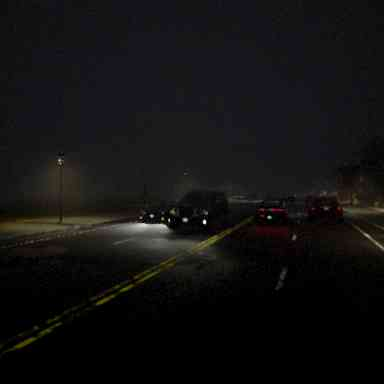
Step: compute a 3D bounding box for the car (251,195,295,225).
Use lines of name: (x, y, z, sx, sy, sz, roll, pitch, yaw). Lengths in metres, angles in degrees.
car: (5.292, 1.224, 21.526, 2.128, 1.511, 4.902, 1, 1, 19)

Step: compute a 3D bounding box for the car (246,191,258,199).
car: (11.123, 0.503, 61.541, 1.882, 1.535, 5.008, 1, 1, 16)

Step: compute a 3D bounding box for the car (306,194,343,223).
car: (9.458, 1.096, 23.712, 2.097, 1.767, 4.553, 1, 1, 19)

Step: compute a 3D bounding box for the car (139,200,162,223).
car: (-1.751, 1.220, 21.657, 1.994, 1.385, 4.181, 1, 1, 19)

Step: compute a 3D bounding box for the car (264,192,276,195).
car: (14.239, 0.775, 60.630, 1.882, 1.535, 5.008, 1, 1, 16)

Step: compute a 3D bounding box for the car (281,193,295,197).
car: (14.226, 0.905, 49.002, 1.882, 1.535, 5.008, 1, 1, 17)

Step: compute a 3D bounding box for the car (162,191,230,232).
car: (0.589, 0.949, 18.462, 2.150, 2.045, 5.566, 1, 1, 19)
